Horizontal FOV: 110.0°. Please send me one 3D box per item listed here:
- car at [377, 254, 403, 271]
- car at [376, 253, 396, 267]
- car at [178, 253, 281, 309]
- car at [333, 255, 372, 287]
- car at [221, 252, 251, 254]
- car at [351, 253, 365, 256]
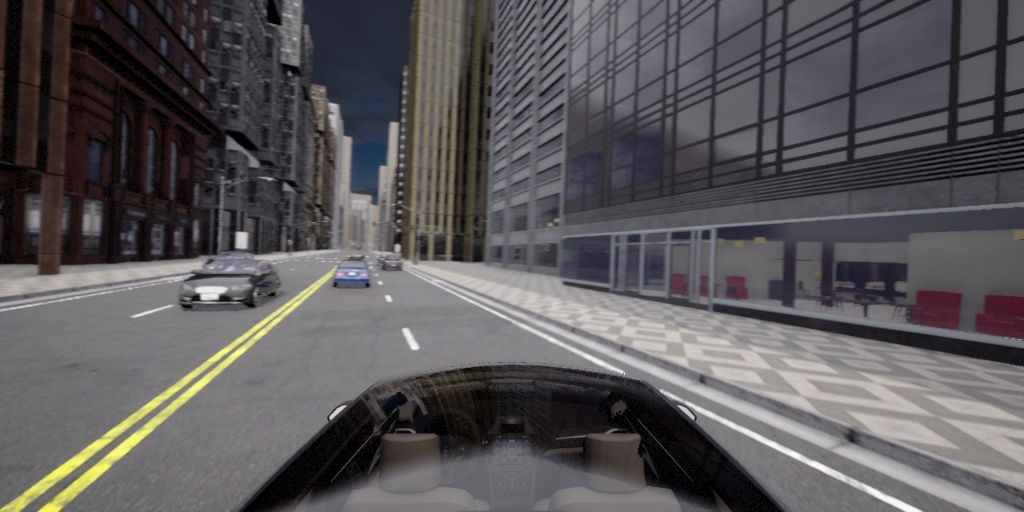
[{"bbox_3d":[-12.260,0.661,36.601,2.128,1.511,4.902,2,0,-23],"label":"car"},{"bbox_3d":[-15.979,0.465,45.265,2.128,1.511,4.902,2,0,-23],"label":"car"},{"bbox_3d":[-9.388,0.838,12.318,2.128,1.511,4.902,2,0,-23],"label":"car"},{"bbox_3d":[-9.004,0.900,20.356,2.033,1.411,5.357,2,0,-23],"label":"car"},{"bbox_3d":[-16.776,0.505,21.602,2.128,1.511,4.902,2,0,-23],"label":"car"},{"bbox_3d":[-17.508,0.401,40.754,1.882,1.535,5.008,2,0,-23],"label":"car"}]
